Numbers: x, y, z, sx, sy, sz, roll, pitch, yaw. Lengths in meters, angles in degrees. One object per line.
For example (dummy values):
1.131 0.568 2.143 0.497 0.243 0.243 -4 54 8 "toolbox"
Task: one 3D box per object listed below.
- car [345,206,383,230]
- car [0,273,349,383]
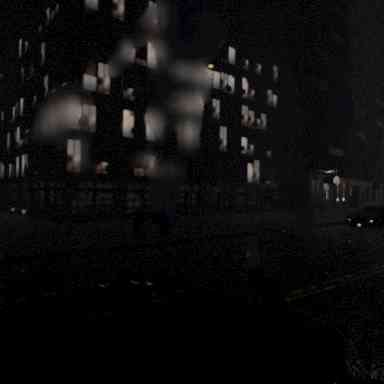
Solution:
12.052 1.601 21.772 5.357 1.411 2.033 0 0 -41 "car"
-0.292 1.572 3.328 4.181 1.385 1.994 0 0 -36 "car"
